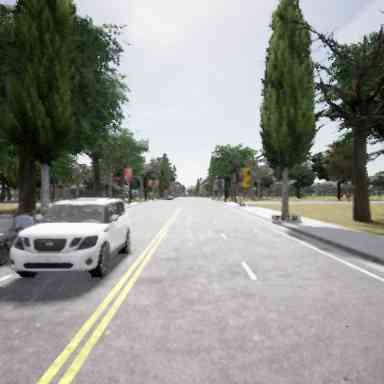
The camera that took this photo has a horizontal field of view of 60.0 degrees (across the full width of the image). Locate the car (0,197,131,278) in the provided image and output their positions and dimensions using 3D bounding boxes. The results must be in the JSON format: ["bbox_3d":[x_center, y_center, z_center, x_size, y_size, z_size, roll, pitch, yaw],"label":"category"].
[{"bbox_3d":[-3.353,1.219,10.482,2.150,2.045,5.566,0,0,0],"label":"car"}]
